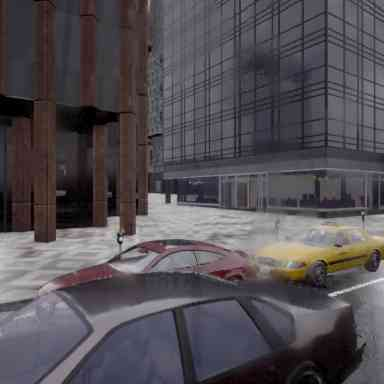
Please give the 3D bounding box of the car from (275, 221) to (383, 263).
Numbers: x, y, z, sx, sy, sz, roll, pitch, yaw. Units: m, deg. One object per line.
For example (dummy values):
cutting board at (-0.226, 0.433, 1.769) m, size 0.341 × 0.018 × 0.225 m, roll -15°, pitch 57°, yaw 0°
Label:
car at (3.687, 1.525, 9.263) m, size 4.829 × 1.417 × 1.752 m, roll 0°, pitch 0°, yaw -35°

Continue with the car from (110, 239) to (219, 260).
car at (-0.606, 1.582, 6.211) m, size 4.206 × 1.307 × 1.802 m, roll 0°, pitch 0°, yaw -35°

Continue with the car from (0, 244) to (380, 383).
car at (-0.570, 1.547, 2.969) m, size 5.357 × 1.411 × 2.033 m, roll 0°, pitch 0°, yaw -35°
